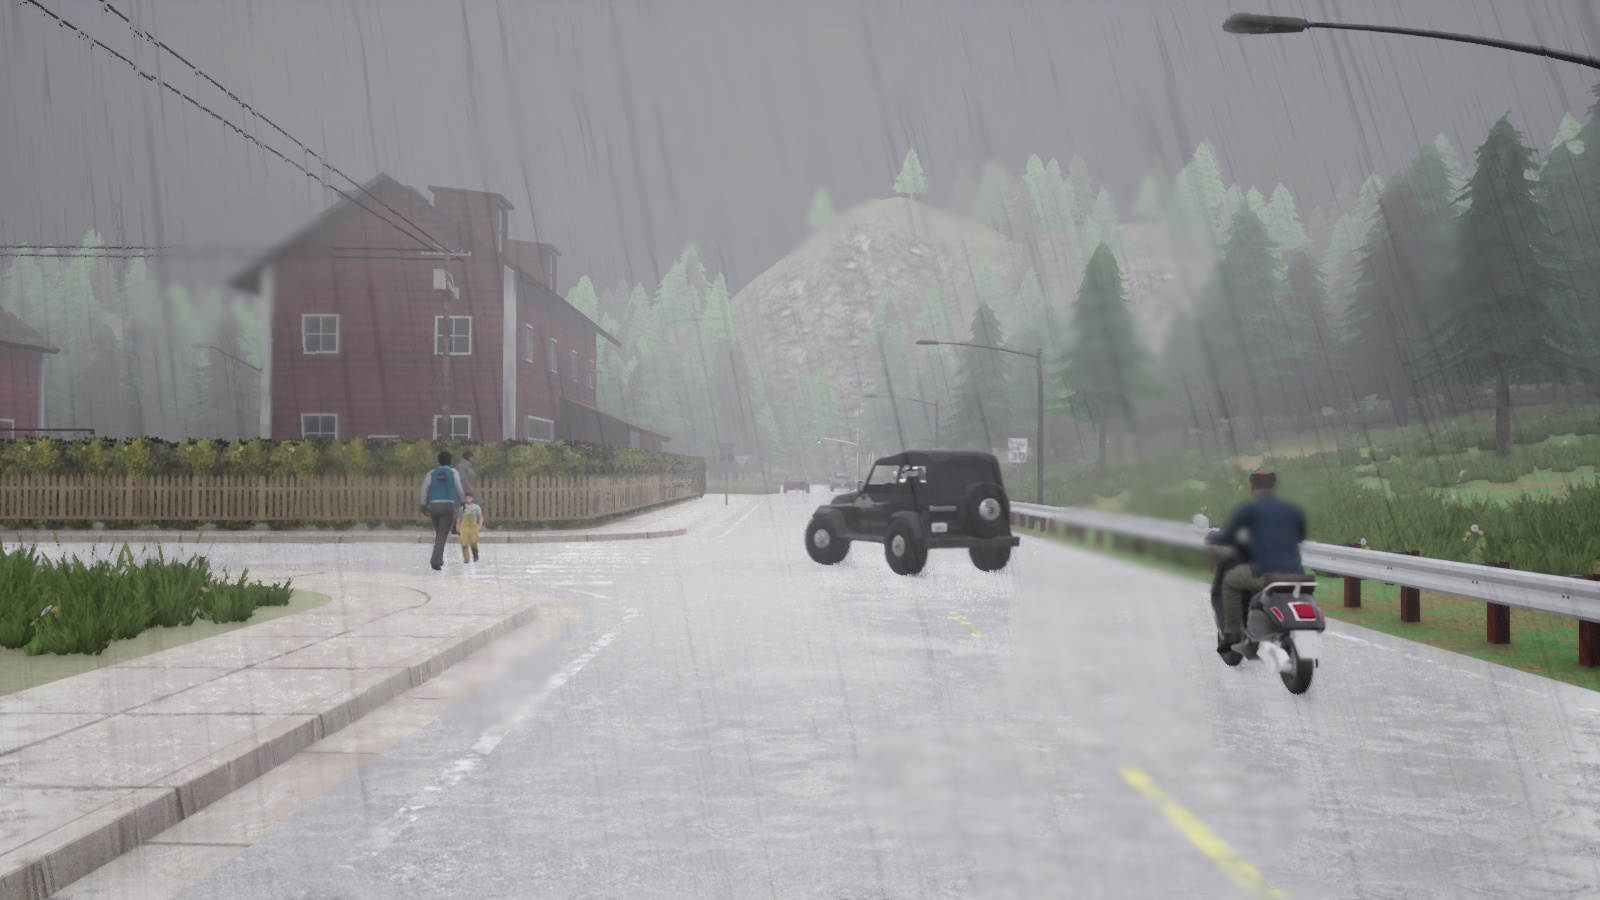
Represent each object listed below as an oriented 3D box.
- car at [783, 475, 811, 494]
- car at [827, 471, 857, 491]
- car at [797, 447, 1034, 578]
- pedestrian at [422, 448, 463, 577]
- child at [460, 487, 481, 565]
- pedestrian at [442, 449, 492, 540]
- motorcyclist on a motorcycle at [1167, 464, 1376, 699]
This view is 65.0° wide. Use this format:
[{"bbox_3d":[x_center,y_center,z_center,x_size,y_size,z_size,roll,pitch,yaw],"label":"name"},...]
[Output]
[{"bbox_3d":[-0.221,2.408,89.113,1.895,1.301,4.718,0,-1,0],"label":"car"},{"bbox_3d":[3.258,2.388,97.330,2.128,1.511,4.902,0,-1,0],"label":"car"},{"bbox_3d":[1.739,0.941,20.181,1.905,1.878,3.866,1,-1,-30],"label":"car"},{"bbox_3d":[-5.431,0.941,19.090,0.396,1.930,0.692,0,-1,3],"label":"pedestrian"},{"bbox_3d":[-5.443,1.249,20.756,0.270,1.263,0.437,0,-1,-6],"label":"child"},{"bbox_3d":[-7.204,0.954,27.189,0.873,1.952,0.659,0,-1,4],"label":"pedestrian"},{"bbox_3d":[3.476,0.913,9.458,0.866,1.590,1.817,0,-1,0],"label":"motorcyclist on a motorcycle"}]
